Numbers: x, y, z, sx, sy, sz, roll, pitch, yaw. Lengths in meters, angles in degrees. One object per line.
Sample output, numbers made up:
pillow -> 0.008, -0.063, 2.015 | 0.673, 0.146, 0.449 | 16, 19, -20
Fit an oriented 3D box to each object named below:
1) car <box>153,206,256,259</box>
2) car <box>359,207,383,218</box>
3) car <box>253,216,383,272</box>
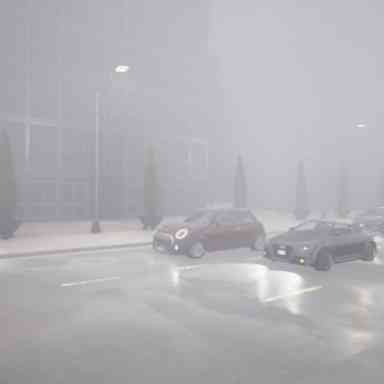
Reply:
car -> 0.747, 1.434, 12.984 | 4.553, 1.767, 2.097 | 1, 0, -35
car -> 11.750, 1.736, 20.552 | 4.892, 1.490, 1.837 | 1, -1, -34
car -> 4.367, 1.669, 11.228 | 4.181, 1.385, 1.994 | 1, 0, -35
